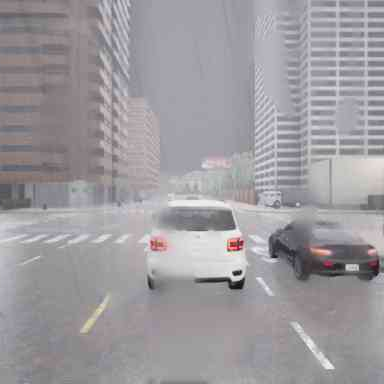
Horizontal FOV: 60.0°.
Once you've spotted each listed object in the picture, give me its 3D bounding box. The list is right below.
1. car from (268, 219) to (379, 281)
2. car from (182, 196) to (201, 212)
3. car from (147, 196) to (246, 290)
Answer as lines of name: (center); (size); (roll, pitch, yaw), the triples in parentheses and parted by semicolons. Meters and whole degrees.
car: (3.574, 1.525, 9.737); (1.812, 1.442, 4.674); (0, 0, 0)
car: (-0.064, 1.350, 39.863); (2.097, 1.767, 4.553); (0, 0, 0)
car: (0.072, 1.221, 9.226); (2.150, 2.045, 5.566); (0, 0, -1)
